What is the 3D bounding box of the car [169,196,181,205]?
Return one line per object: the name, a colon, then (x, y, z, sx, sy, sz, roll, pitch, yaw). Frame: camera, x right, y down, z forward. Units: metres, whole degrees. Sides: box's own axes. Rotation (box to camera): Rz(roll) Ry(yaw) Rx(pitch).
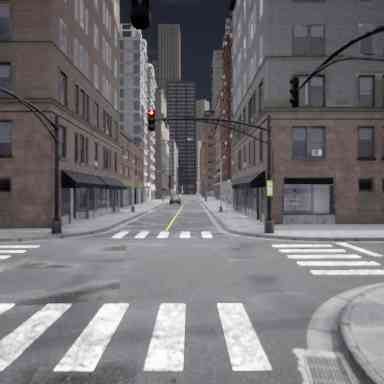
car: (-2.984, 1.461, 59.712, 1.882, 1.535, 5.008, 0, 0, 0)
